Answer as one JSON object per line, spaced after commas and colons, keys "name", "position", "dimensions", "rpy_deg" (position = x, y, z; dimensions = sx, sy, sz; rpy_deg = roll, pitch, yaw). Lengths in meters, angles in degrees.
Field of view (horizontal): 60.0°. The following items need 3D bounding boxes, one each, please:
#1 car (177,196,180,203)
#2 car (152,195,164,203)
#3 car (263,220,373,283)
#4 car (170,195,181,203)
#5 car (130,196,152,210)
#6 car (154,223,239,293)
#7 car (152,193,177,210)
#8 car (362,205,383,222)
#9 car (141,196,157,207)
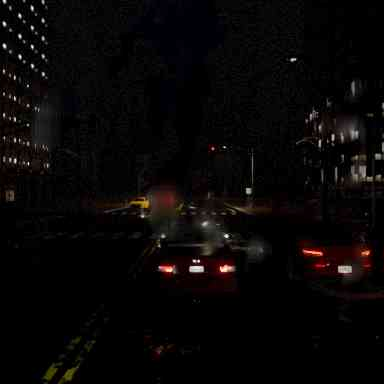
{"name": "car", "position": [-3.420, 1.434, 52.887], "dimensions": [2.128, 1.511, 4.902], "rpy_deg": [0, 0, 0]}
{"name": "car", "position": [-6.694, 1.391, 66.648], "dimensions": [1.882, 1.535, 5.008], "rpy_deg": [0, 0, 0]}
{"name": "car", "position": [3.334, 1.522, 9.559], "dimensions": [1.812, 1.442, 4.674], "rpy_deg": [0, 0, 0]}
{"name": "car", "position": [-3.439, 1.456, 68.582], "dimensions": [2.033, 1.411, 5.357], "rpy_deg": [0, 0, -1]}
{"name": "car", "position": [-6.659, 1.441, 42.372], "dimensions": [1.882, 1.535, 5.008], "rpy_deg": [0, 0, 0]}
{"name": "car", "position": [0.085, 1.544, 8.974], "dimensions": [2.033, 1.411, 5.357], "rpy_deg": [0, 0, 0]}
{"name": "car", "position": [-3.408, 1.185, 42.428], "dimensions": [2.150, 2.045, 5.566], "rpy_deg": [0, 0, 0]}
{"name": "car", "position": [16.075, 1.617, 26.858], "dimensions": [4.181, 1.385, 1.994], "rpy_deg": [0, 0, 1]}
{"name": "car", "position": [-6.670, 1.421, 52.586], "dimensions": [1.882, 1.535, 5.008], "rpy_deg": [0, 0, 0]}
